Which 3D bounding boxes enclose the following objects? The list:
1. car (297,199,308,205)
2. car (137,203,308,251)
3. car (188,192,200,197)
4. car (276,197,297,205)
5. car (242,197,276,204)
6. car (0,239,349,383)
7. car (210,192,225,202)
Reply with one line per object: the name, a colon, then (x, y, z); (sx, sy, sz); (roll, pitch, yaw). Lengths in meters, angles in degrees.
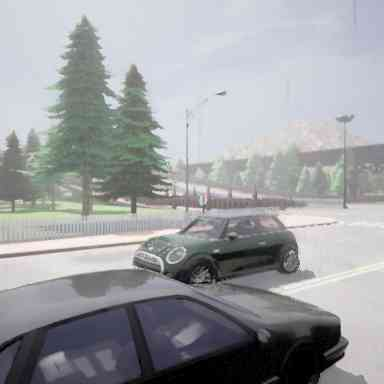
car: (13.361, 1.423, 45.265); (2.128, 1.511, 4.902); (0, 0, -37)
car: (0.739, 1.343, 8.805); (4.553, 1.767, 2.097); (0, 0, -35)
car: (0.275, 0.847, 56.757); (1.812, 1.442, 4.674); (0, 4, -37)
car: (10.594, 1.444, 43.121); (1.837, 1.490, 4.892); (0, 0, -37)
car: (7.380, 1.490, 41.559); (2.033, 1.411, 5.357); (0, 0, -37)
car: (-0.709, 1.546, 3.240); (5.357, 1.411, 2.033); (0, 0, -35)
car: (3.703, 0.865, 58.030); (1.882, 1.535, 5.008); (0, 4, -37)
